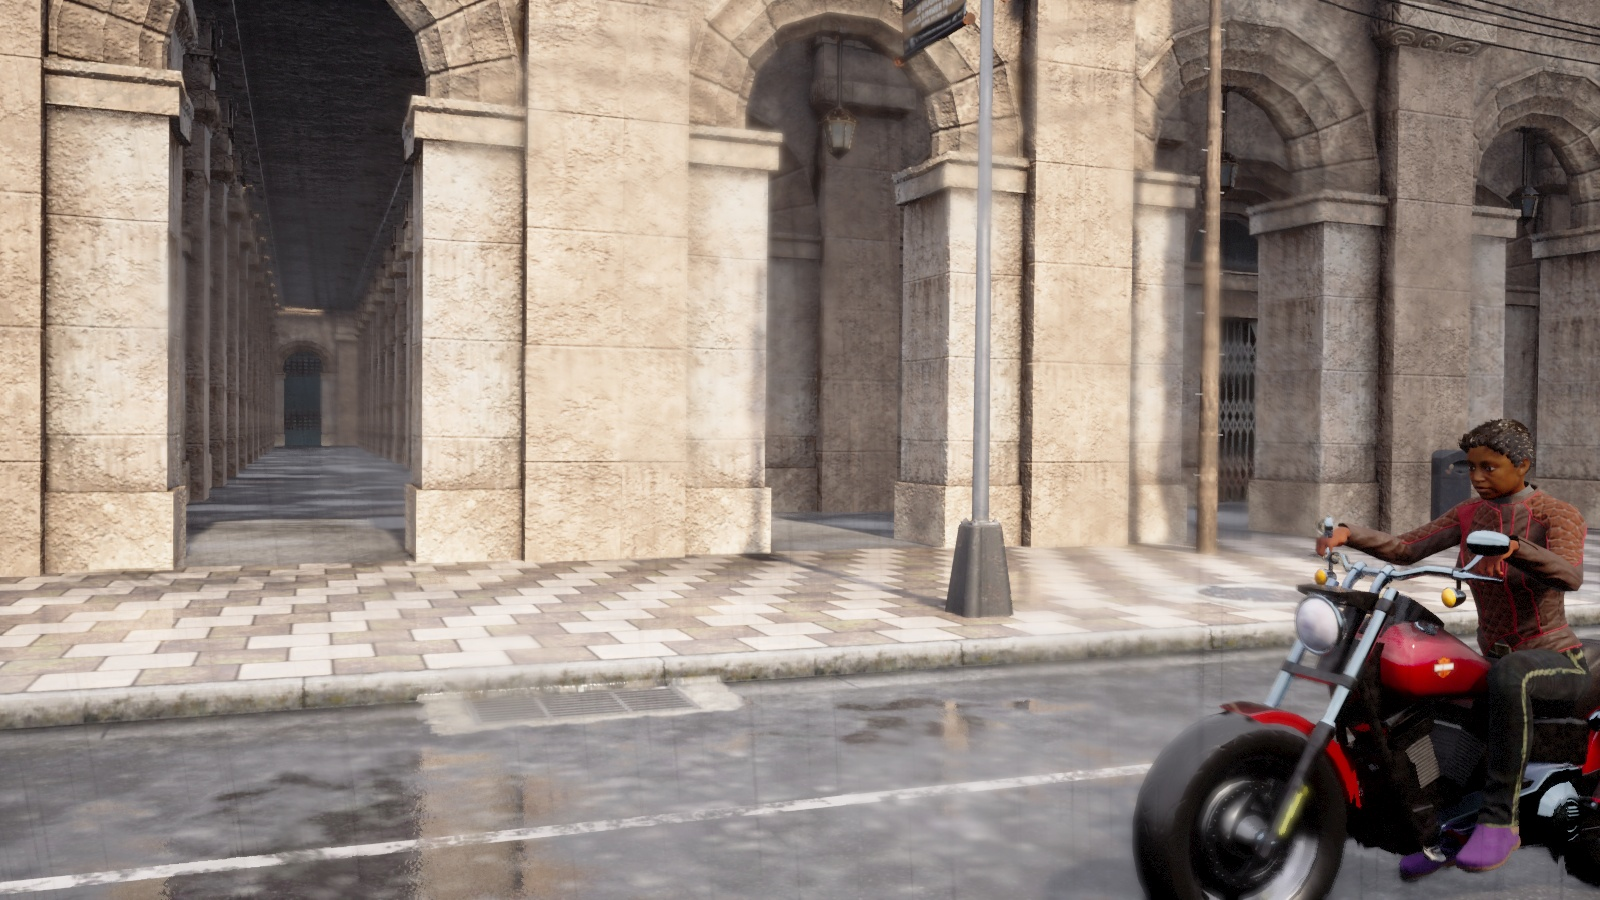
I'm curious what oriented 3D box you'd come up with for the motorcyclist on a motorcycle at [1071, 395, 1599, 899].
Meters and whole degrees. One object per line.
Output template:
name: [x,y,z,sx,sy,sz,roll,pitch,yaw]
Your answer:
motorcyclist on a motorcycle: [2.107,0.660,4.062,2.350,1.649,0.766,-1,1,-21]
